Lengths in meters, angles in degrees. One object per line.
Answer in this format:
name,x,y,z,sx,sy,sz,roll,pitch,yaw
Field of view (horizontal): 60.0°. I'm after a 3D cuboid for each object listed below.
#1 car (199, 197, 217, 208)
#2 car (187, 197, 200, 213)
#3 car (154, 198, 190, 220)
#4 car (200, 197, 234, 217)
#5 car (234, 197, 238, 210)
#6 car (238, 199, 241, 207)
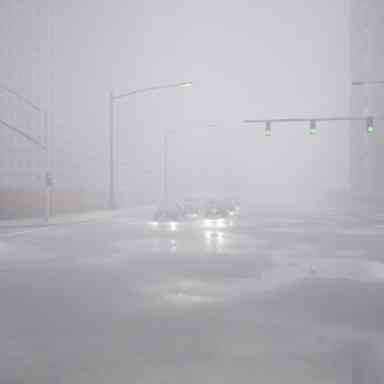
car,2.372,1.478,48.954,1.882,1.535,5.008,0,0,12
car,-0.091,1.352,36.637,2.097,1.767,4.553,0,0,11
car,-1.782,1.526,28.002,1.812,1.442,4.674,0,0,11
car,2.420,1.492,31.289,2.128,1.511,4.902,0,0,11
car,4.219,1.505,40.326,1.837,1.490,4.892,0,0,11
car,6.401,1.526,51.241,1.812,1.442,4.674,0,0,11
